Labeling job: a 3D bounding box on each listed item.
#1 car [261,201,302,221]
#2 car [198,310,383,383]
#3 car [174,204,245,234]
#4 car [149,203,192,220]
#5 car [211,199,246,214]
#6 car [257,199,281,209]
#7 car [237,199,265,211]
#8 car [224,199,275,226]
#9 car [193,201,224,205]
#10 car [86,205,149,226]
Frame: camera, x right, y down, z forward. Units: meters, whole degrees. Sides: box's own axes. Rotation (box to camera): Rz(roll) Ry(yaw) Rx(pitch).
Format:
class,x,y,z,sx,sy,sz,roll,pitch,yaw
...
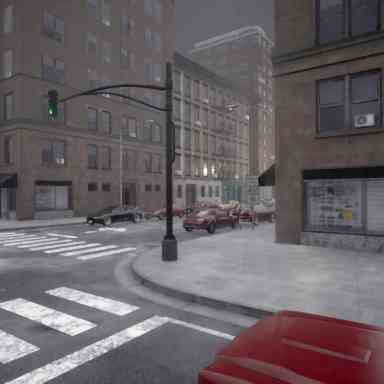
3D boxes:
class,x,y,z,sx,sy,sz,roll,pitch,yaw
car,7.648,1.494,28.042,1.752,1.417,4.829,0,0,36
car,2.294,1.601,2.052,4.718,1.301,1.895,0,0,36
car,1.116,1.554,18.934,1.802,1.307,4.206,0,0,36
car,-2.190,1.602,28.094,1.802,1.307,4.206,0,0,36
car,4.142,1.542,36.925,1.752,1.417,4.829,0,0,36
car,10.673,1.599,46.031,1.802,1.307,4.206,0,0,36
car,7.458,1.598,41.547,1.802,1.307,4.206,0,0,36
car,4.332,1.411,23.419,1.967,1.590,4.097,0,0,36
car,1.026,1.563,32.579,1.887,1.381,4.507,0,0,36
car,-5.406,1.588,23.610,1.947,1.339,4.313,0,0,36
